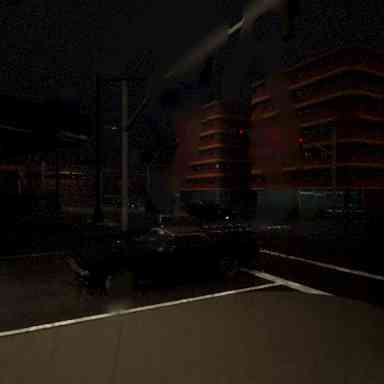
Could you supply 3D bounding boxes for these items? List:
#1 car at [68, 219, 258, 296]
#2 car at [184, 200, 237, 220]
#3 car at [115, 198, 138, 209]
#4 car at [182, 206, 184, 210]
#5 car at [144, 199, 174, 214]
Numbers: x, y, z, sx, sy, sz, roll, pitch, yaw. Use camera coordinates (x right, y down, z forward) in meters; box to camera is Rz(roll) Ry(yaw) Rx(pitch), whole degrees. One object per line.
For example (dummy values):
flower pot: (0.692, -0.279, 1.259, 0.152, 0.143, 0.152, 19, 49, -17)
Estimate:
car: (-0.671, 1.602, 8.669, 4.718, 1.301, 1.895, 0, 0, -30)
car: (1.517, 1.608, 26.797, 1.895, 1.301, 4.718, 0, 0, -31)
car: (-8.730, 1.509, 44.153, 1.837, 1.490, 4.892, 0, 0, -31)
car: (0.950, 1.555, 35.020, 2.033, 1.411, 5.357, 0, 0, -31)
car: (-3.587, 1.531, 35.436, 1.812, 1.442, 4.674, 0, 0, -30)
